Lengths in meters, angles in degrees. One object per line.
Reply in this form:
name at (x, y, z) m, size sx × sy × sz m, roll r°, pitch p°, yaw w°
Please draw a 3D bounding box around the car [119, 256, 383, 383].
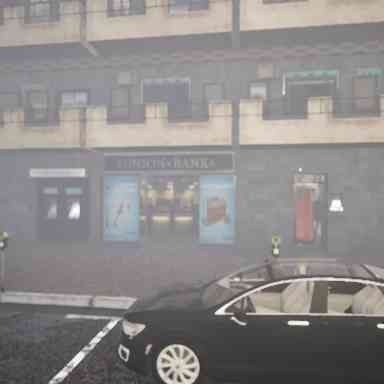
car at (1.272, 1.551, 4.261) m, size 4.403 × 1.369 × 2.008 m, roll 0°, pitch 0°, yaw 8°
